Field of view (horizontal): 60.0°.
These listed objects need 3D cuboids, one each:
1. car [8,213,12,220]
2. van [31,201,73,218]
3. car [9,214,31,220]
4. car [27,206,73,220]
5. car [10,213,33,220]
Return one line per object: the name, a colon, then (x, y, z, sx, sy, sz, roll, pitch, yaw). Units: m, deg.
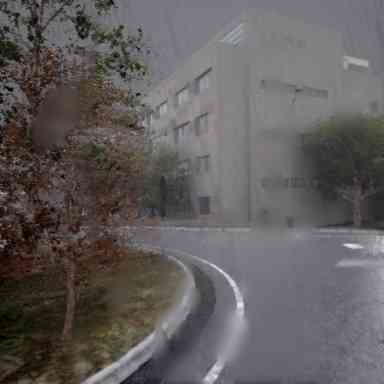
car: (-37.223, 5.362, 73.356, 5.008, 1.535, 2.097, 0, -4, -31)
van: (-15.516, 2.062, 37.547, 4.442, 1.987, 1.878, 0, -3, -31)
car: (-42.879, 6.218, 82.813, 4.792, 1.488, 2.163, 0, -4, -31)
car: (-17.016, 2.483, 39.872, 4.792, 1.488, 2.163, 0, -4, -31)
car: (-40.029, 5.811, 78.021, 4.674, 1.452, 2.002, 0, -4, -31)
